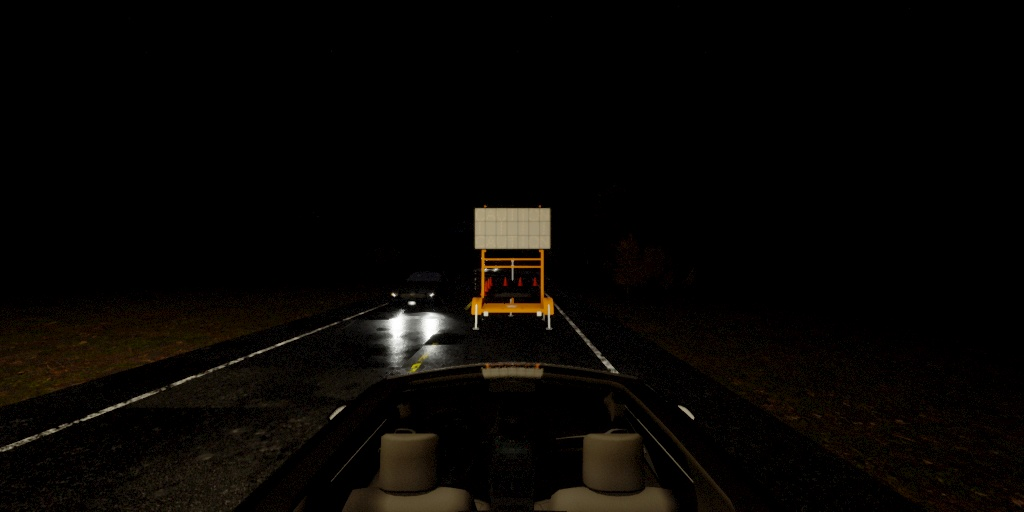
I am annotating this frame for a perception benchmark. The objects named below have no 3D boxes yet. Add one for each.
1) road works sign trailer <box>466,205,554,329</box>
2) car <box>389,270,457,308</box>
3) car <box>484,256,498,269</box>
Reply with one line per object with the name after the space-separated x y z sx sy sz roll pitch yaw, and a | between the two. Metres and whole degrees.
0.019 0.215 11.173 2.380 3.560 2.880 0 0 0 | road works sign trailer
-3.572 1.299 15.469 2.033 1.411 5.357 0 0 0 | car
-3.467 1.008 58.587 2.150 2.045 5.566 0 0 0 | car
